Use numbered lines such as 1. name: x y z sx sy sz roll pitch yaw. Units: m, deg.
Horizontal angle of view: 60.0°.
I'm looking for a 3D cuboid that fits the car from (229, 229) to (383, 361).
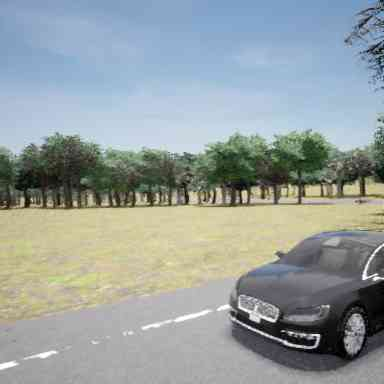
1. car: 2.846 1.500 6.020 4.892 1.490 1.837 0 0 -35
